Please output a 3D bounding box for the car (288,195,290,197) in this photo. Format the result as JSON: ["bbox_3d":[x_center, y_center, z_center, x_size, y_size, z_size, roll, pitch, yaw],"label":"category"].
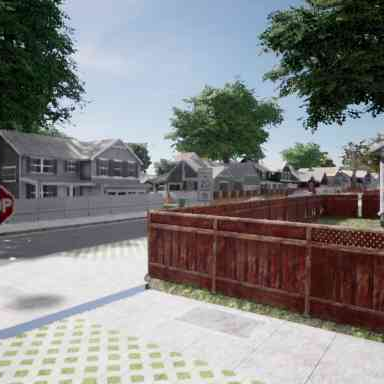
[{"bbox_3d":[14.927,0.492,46.255,2.097,1.767,4.553,0,1,35],"label":"car"}]

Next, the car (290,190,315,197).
[{"bbox_3d":[13.966,0.741,40.098,2.128,1.511,4.902,0,1,35],"label":"car"}]

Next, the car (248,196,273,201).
[{"bbox_3d":[6.254,1.040,29.108,2.033,1.411,5.357,0,1,35],"label":"car"}]
